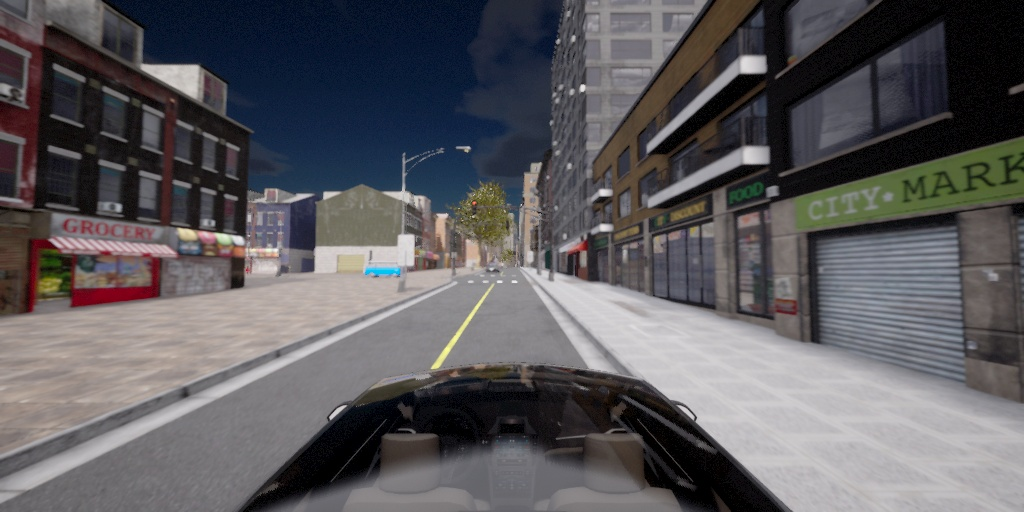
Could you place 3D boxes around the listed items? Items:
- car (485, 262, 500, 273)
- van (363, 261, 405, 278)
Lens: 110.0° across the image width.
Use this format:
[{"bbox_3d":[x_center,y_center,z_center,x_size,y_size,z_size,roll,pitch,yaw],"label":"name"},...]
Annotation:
[{"bbox_3d":[-2.738,1.647,50.982,2.128,1.511,4.902,0,0,0],"label":"car"},{"bbox_3d":[-12.917,1.425,36.518,3.998,1.789,1.690,0,0,0],"label":"van"}]
